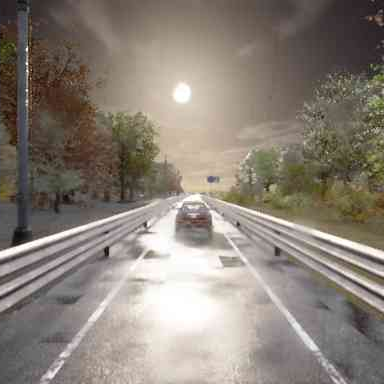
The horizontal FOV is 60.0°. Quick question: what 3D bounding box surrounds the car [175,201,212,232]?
[{"bbox_3d":[0.093,1.355,20.344,2.097,1.767,4.553,0,0,0],"label":"car"}]
